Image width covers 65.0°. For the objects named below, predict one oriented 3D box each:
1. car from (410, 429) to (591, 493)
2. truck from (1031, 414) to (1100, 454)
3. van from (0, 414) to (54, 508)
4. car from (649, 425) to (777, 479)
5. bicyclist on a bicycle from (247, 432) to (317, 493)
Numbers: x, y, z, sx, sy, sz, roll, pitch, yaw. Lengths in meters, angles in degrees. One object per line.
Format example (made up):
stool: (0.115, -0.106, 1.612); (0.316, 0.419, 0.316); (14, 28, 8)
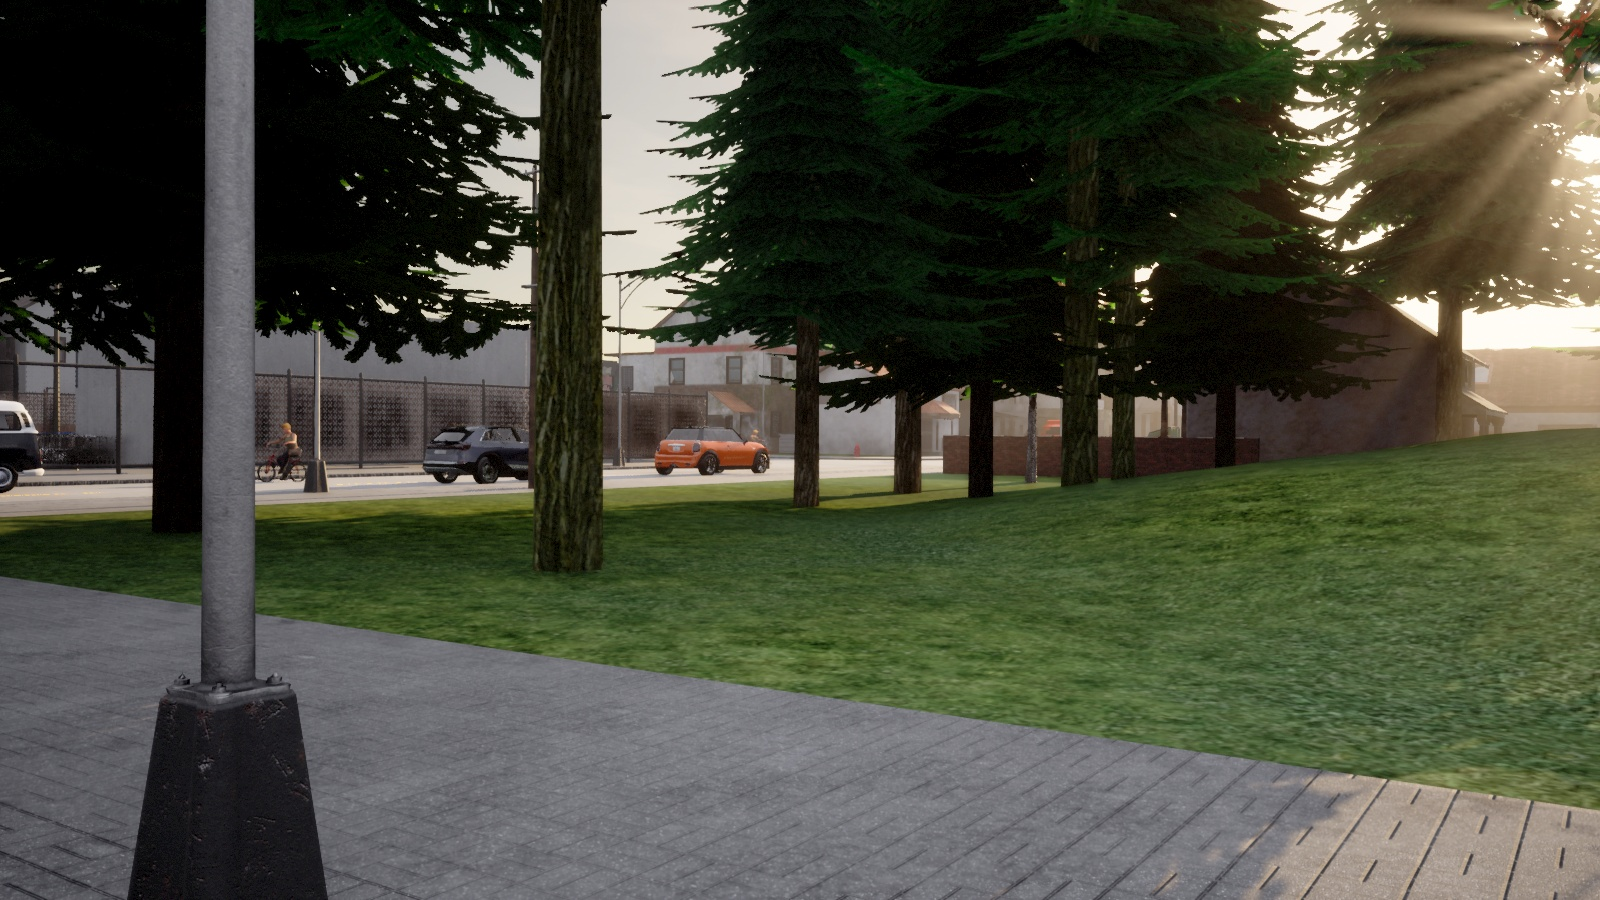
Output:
car: (-8.315, 0.255, 35.293); (2.033, 1.649, 4.856); (0, 1, 34)
truck: (17.161, -1.016, 80.939); (2.627, 2.467, 5.204); (0, 1, 33)
van: (-18.786, 0.260, 26.754); (2.069, 2.038, 4.480); (0, 1, 33)
car: (-2.931, 0.024, 43.387); (2.097, 1.767, 4.553); (0, 1, 33)
bicyclist on a bicycle: (-14.001, 0.329, 33.974); (0.866, 1.612, 1.509); (0, 0, 33)
